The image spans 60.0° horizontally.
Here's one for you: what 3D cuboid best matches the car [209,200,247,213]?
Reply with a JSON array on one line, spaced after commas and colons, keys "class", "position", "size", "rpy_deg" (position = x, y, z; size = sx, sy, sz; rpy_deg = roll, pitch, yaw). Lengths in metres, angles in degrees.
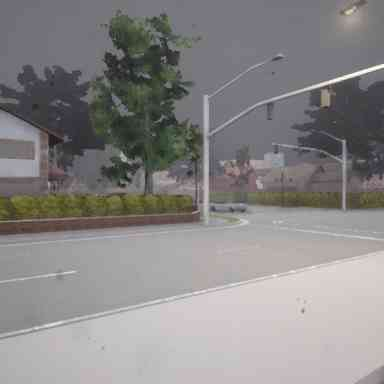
[{"class": "car", "position": [3.844, 1.507, 36.299], "size": [1.895, 1.301, 4.718], "rpy_deg": [0, 0, -36]}]
